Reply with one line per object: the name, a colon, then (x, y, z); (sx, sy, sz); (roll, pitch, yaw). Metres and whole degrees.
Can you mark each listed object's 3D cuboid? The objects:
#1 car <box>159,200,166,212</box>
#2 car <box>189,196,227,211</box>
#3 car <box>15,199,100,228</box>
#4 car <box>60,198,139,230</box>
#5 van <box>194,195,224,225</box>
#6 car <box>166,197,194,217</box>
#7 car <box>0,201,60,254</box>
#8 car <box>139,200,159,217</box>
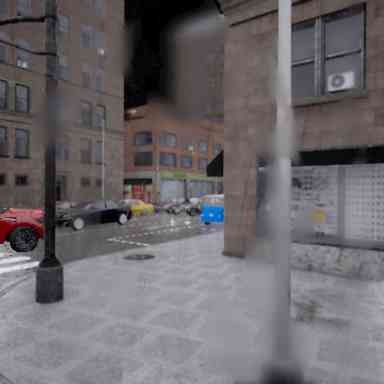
car: (-1.555, 1.156, 29.133); (1.802, 1.307, 4.206); (1, 1, 36)
car: (1.677, 1.105, 33.574); (1.802, 1.307, 4.206); (1, 1, 36)
car: (-8.019, 1.224, 20.251); (1.887, 1.381, 4.507); (1, 1, 36)
car: (-5.621, 1.174, 18.884); (1.882, 1.535, 5.008); (1, 1, 35)
van: (2.129, 1.030, 19.688); (1.690, 1.788, 3.998); (1, 1, 36)
car: (0.279, 1.127, 26.974); (1.812, 1.442, 4.674); (1, 1, 36)
car: (-7.558, 1.027, 10.866); (5.566, 2.045, 2.150); (-1, 3, -33)
car: (-4.887, 1.153, 24.553); (1.752, 1.417, 4.829); (1, 1, 36)
